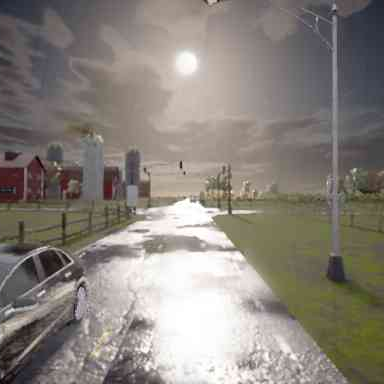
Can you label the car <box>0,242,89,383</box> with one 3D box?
[{"bbox_3d":[-2.849,1.546,4.431,1.837,1.490,4.892,0,0,0],"label":"car"}]
